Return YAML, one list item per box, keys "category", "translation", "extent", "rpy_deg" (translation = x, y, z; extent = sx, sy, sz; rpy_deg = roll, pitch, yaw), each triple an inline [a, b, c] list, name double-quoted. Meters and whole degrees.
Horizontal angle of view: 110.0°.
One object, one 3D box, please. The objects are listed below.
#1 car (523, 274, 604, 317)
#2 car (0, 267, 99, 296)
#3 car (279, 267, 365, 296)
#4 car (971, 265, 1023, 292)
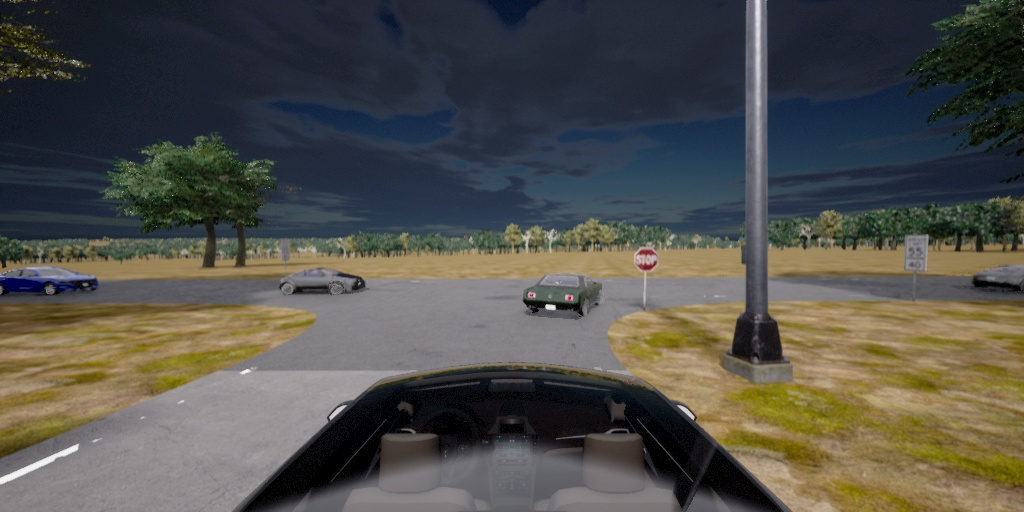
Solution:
- category: "car"
  translation: [2.089, 1.290, 13.097]
  extent: [1.895, 1.301, 4.718]
  rpy_deg: [1, 1, 23]
- category: "car"
  translation: [-26.650, 1.367, 20.474]
  extent: [5.008, 1.535, 1.882]
  rpy_deg: [0, 3, 4]
- category: "car"
  translation: [-10.324, 1.343, 19.632]
  extent: [4.181, 1.385, 1.994]
  rpy_deg: [0, 3, 2]
- category: "car"
  translation: [28.262, 1.190, 19.739]
  extent: [4.181, 1.385, 1.994]
  rpy_deg: [0, 3, -2]
